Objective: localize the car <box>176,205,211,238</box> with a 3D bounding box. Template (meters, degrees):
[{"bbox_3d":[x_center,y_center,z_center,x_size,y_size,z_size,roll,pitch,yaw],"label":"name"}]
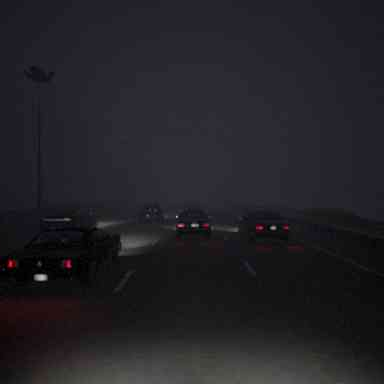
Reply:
[{"bbox_3d":[0.083,1.657,18.344,2.033,1.411,5.357,0,0,0],"label":"car"}]

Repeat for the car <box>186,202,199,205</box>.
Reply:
[{"bbox_3d":[0.061,1.827,37.971,1.895,1.301,4.718,0,0,0],"label":"car"}]

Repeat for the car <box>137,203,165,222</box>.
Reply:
[{"bbox_3d":[-3.429,1.662,28.311,2.128,1.511,4.902,0,0,0],"label":"car"}]

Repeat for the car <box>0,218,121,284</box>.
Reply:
[{"bbox_3d":[-3.411,1.661,9.745,1.895,1.301,4.718,0,0,0],"label":"car"}]

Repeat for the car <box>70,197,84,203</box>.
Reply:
[{"bbox_3d":[-28.086,1.940,81.583,1.812,1.442,4.674,0,0,0],"label":"car"}]

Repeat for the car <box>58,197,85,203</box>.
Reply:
[{"bbox_3d":[-17.613,1.854,49.889,2.033,1.411,5.357,0,0,0],"label":"car"}]

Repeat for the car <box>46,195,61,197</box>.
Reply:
[{"bbox_3d":[-24.581,1.582,58.293,2.150,2.045,5.566,0,0,0],"label":"car"}]

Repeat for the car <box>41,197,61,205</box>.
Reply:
[{"bbox_3d":[-21.112,1.877,50.868,1.994,1.385,4.181,0,0,0],"label":"car"}]

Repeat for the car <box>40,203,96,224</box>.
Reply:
[{"bbox_3d":[-6.919,1.609,19.075,2.128,1.511,4.902,0,0,0],"label":"car"}]

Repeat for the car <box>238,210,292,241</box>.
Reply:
[{"bbox_3d":[3.584,1.648,17.169,2.033,1.411,5.357,0,0,0],"label":"car"}]
